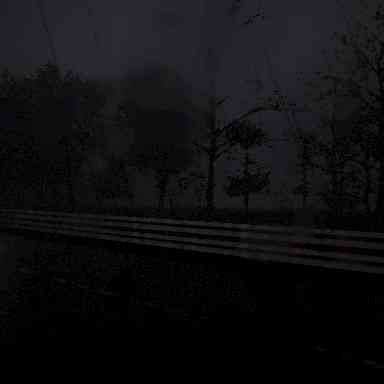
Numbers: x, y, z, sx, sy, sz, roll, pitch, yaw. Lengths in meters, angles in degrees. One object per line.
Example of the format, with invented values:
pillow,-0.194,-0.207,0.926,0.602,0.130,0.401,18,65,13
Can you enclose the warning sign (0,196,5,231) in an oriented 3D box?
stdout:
warning sign,-10.661,1.120,17.347,1.060,1.860,1.300,0,0,37
